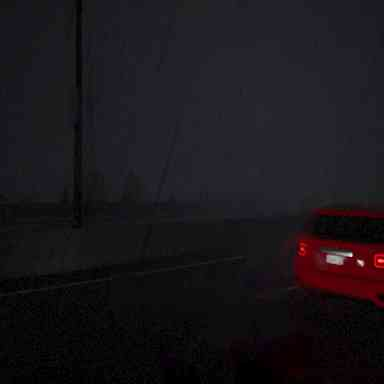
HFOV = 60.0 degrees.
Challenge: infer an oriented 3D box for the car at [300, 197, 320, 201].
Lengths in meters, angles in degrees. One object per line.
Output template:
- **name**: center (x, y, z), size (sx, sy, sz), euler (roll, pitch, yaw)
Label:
- **car**: center (14.237, 1.618, 40.305), size (2.150, 2.045, 5.566), euler (0, 0, 31)

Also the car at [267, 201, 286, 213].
- **car**: center (10.968, 1.876, 41.720), size (2.128, 1.511, 4.902), euler (0, -1, 31)

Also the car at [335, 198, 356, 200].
- **car**: center (18.524, 1.781, 40.774), size (2.097, 1.767, 4.553), euler (0, 0, 30)

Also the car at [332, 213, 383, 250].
- **car**: center (8.712, 1.780, 16.141), size (4.718, 1.301, 1.895), euler (1, -1, -45)

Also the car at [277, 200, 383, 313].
- **car**: center (4.565, 1.308, 7.560), size (5.566, 2.045, 2.150), euler (1, 0, -40)
